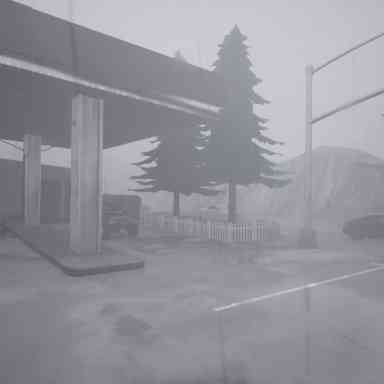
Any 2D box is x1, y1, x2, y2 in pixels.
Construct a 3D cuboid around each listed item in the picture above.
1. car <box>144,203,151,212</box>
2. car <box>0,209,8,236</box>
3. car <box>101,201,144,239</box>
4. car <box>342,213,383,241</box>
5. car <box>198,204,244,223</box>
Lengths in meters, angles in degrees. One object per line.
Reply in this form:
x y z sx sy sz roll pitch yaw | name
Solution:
-6.911 1.672 40.589 2.033 1.411 5.357 1 0 -35 | car
-11.665 1.520 18.470 2.242 1.667 4.611 1 0 -36 | car
-4.534 1.446 18.268 1.905 1.878 3.866 1 0 -36 | car
9.963 1.814 16.681 1.812 1.442 4.674 1 -2 -35 | car
2.313 1.759 27.513 1.812 1.442 4.674 1 0 -35 | car
